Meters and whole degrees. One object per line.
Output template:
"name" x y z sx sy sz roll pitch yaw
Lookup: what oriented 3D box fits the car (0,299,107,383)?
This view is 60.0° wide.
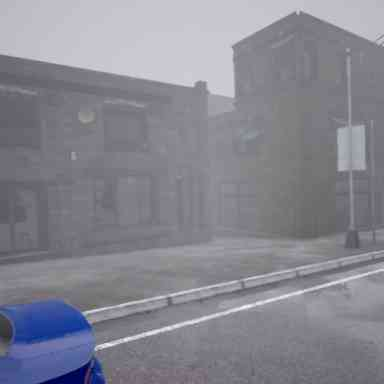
"car" -2.997 1.480 1.709 5.008 1.535 1.882 0 0 -35
